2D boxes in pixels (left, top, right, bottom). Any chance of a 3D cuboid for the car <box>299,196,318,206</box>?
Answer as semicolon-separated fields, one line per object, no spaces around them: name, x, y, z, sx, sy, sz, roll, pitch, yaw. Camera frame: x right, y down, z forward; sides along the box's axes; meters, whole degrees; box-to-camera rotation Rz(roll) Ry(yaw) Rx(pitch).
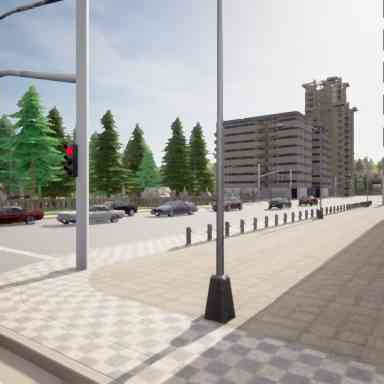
car;19.011;1.352;54.136;2.097;1.767;4.553;0;0;35

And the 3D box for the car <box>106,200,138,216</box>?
car;-7.099;1.478;29.852;1.882;1.535;5.008;0;0;36

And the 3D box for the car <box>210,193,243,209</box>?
car;4.891;1.221;46.629;2.150;2.045;5.566;0;0;36

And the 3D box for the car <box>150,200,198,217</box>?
car;-1.558;1.547;31.595;2.033;1.411;5.357;0;0;36

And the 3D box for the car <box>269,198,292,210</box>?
car;11.681;1.505;43.829;1.837;1.490;4.892;0;0;35

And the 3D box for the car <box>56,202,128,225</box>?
car;-7.156;1.601;23.734;1.895;1.301;4.718;0;0;35

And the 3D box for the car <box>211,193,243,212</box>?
car;4.246;1.352;39.734;2.097;1.767;4.553;0;0;36

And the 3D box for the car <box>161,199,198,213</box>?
car;-1.356;1.564;37.924;1.994;1.385;4.181;0;0;35

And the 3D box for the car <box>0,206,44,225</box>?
car;-12.580;1.601;22.230;1.895;1.301;4.718;0;0;37
